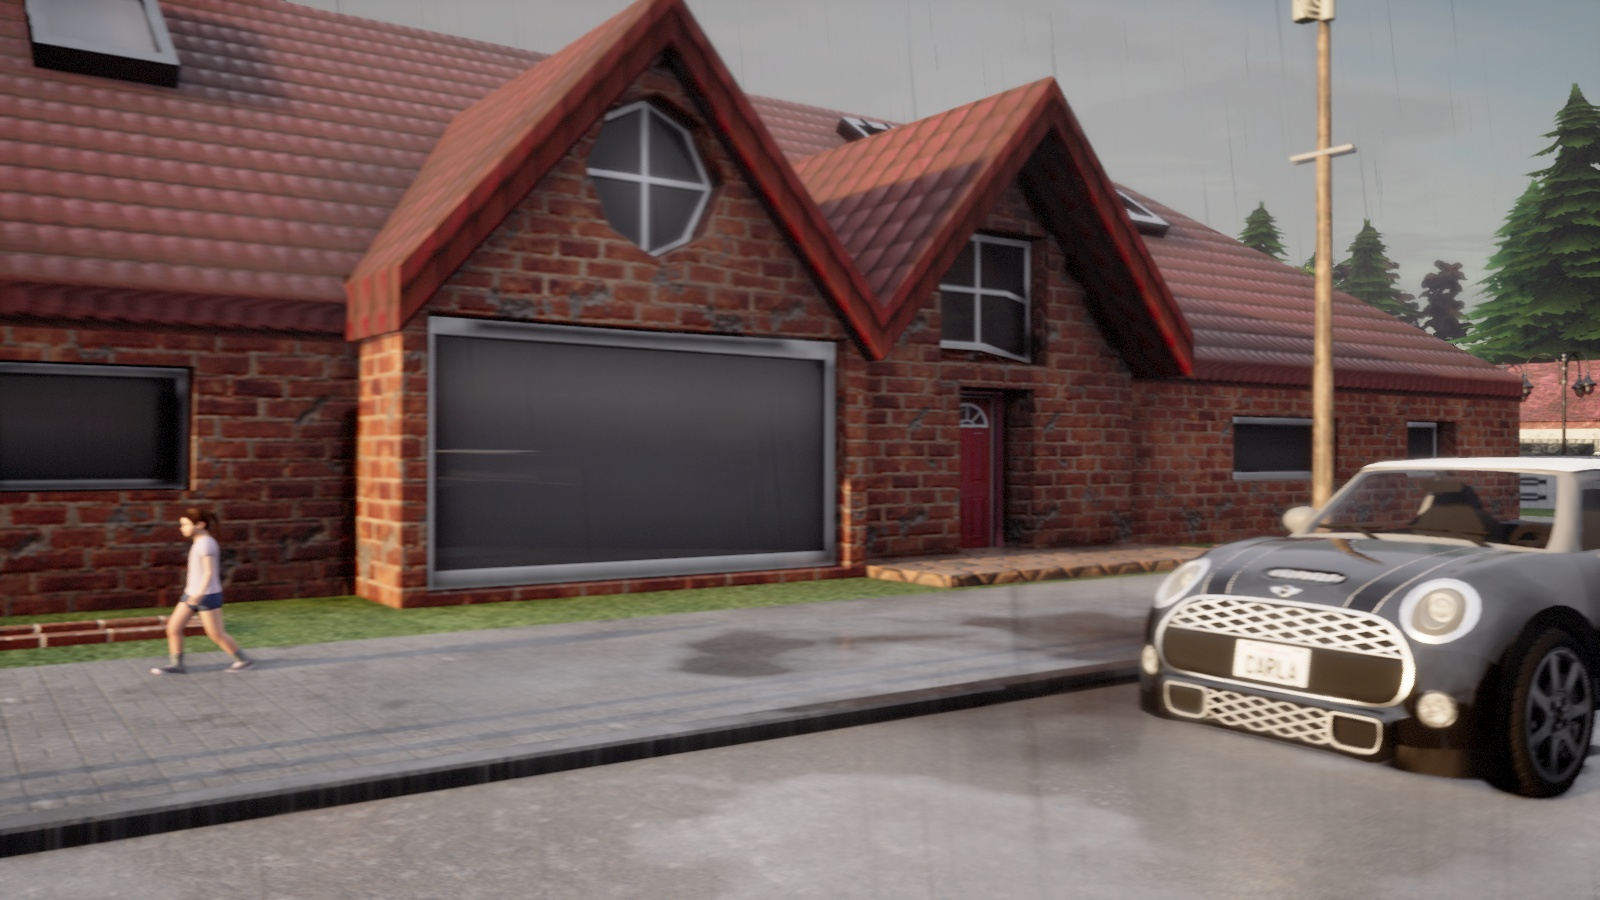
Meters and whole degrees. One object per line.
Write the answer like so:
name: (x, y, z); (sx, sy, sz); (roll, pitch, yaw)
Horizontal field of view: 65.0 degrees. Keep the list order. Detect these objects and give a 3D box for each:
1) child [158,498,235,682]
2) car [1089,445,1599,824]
child: (-3.783, 0.862, 7.870); (0.394, 1.110, 0.255); (0, 0, -35)
car: (3.627, 0.719, 6.765); (3.806, 1.475, 1.970); (0, 0, -34)
